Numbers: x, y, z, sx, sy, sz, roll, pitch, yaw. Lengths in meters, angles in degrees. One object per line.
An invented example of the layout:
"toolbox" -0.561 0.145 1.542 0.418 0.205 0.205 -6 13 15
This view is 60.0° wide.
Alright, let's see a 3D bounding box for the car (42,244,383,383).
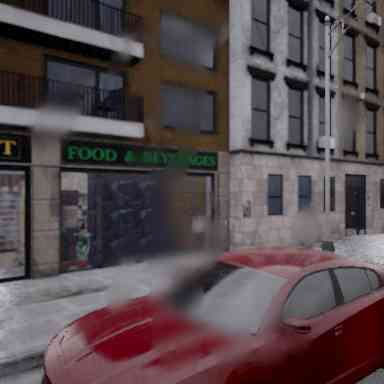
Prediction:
"car" 0.900 1.477 4.019 5.008 1.535 1.882 0 0 -35
